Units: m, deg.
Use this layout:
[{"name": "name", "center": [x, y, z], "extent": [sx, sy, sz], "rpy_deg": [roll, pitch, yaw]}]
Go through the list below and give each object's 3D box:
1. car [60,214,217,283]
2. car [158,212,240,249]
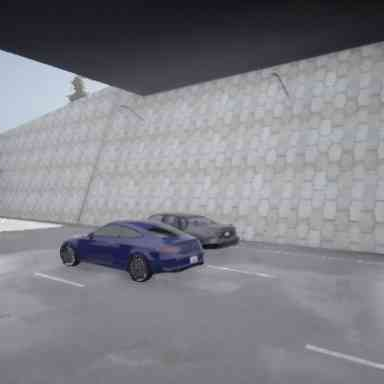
[{"name": "car", "center": [-1.832, 1.500, 9.586], "extent": [4.674, 1.442, 1.812], "rpy_deg": [0, 0, 35]}, {"name": "car", "center": [-0.808, 1.517, 13.170], "extent": [5.357, 1.411, 2.033], "rpy_deg": [0, 0, 36]}]
